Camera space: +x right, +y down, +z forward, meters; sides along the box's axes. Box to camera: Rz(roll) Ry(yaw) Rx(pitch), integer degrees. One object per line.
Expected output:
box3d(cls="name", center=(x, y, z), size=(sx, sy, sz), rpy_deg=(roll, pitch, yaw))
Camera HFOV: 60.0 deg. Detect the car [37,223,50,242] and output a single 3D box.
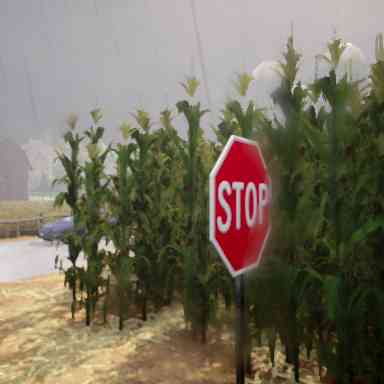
box3d(cls="car", center=(-5.493, 1.717, 17.099), size=(1.812, 1.442, 4.674), rpy_deg=(0, 0, 37))
